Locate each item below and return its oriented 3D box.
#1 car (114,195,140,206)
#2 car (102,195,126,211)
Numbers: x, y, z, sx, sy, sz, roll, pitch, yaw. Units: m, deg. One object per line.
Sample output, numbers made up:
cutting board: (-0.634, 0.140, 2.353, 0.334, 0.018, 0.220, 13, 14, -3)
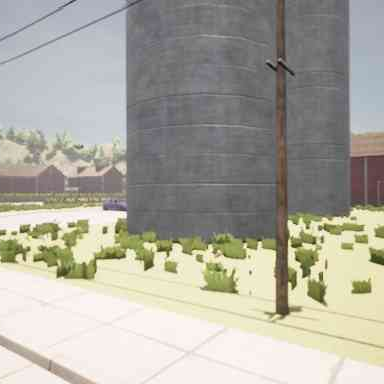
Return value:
car: (-11.872, 1.488, 60.571, 4.605, 1.855, 1.932, 0, 0, 35)
car: (-9.053, 1.605, 41.487, 4.611, 1.667, 2.242, 0, 0, 35)
